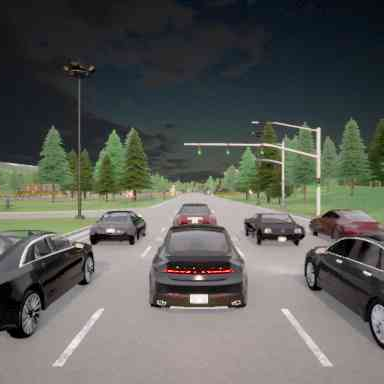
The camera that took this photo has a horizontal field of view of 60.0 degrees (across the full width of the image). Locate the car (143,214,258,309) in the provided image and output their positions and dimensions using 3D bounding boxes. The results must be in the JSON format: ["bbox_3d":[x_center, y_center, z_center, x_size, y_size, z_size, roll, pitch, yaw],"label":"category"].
[{"bbox_3d":[0.118,1.505,7.894,1.837,1.490,4.892,0,0,0],"label":"car"}]

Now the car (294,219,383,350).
[{"bbox_3d":[3.614,1.505,6.150,1.837,1.490,4.892,0,0,0],"label":"car"}]

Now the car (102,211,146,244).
[{"bbox_3d":[-3.366,1.564,15.760,1.994,1.385,4.181,0,0,0],"label":"car"}]

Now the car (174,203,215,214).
[{"bbox_3d":[0.136,1.351,17.360,2.097,1.767,4.553,0,0,0],"label":"car"}]

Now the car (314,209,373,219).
[{"bbox_3d":[7.133,1.526,15.689,1.812,1.442,4.674,0,0,0],"label":"car"}]

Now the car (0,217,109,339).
[{"bbox_3d":[-3.385,1.492,6.564,2.128,1.511,4.902,0,0,0],"label":"car"}]

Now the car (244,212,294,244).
[{"bbox_3d":[3.633,1.601,15.584,1.895,1.301,4.718,0,0,0],"label":"car"}]
